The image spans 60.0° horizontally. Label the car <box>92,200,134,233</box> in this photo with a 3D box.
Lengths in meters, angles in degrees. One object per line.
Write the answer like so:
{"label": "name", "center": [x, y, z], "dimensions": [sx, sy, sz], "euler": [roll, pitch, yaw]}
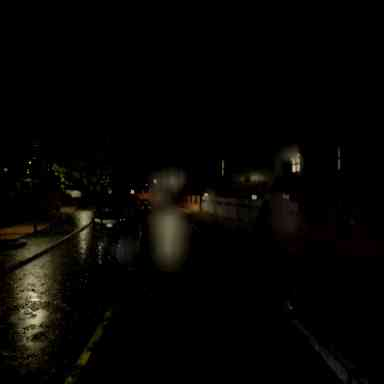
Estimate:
{"label": "car", "center": [-4.642, 1.430, 19.457], "dimensions": [2.128, 1.511, 4.902], "euler": [0, 0, -10]}

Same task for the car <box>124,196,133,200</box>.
{"label": "car", "center": [-7.949, 1.219, 44.362], "dimensions": [2.128, 1.511, 4.902], "euler": [0, 0, -16]}

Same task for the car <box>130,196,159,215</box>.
{"label": "car", "center": [-4.444, 1.409, 32.033], "dimensions": [2.033, 1.411, 5.357], "euler": [0, 0, -15]}
